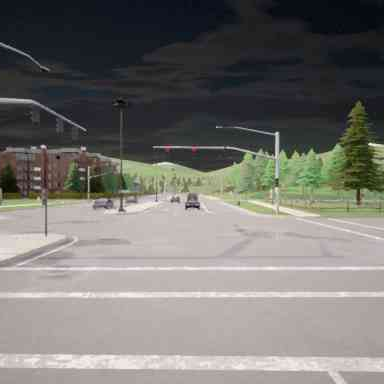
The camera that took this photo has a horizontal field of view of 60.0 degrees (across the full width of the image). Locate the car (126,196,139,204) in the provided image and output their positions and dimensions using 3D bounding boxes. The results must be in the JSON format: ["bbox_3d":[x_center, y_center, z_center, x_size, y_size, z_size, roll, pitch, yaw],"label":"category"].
[{"bbox_3d":[-11.423,1.528,63.389,1.812,1.442,4.674,0,0,0],"label":"car"}]

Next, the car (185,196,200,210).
[{"bbox_3d":[0.055,1.601,43.513,1.895,1.301,4.718,0,0,0],"label":"car"}]

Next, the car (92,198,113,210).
[{"bbox_3d":[-11.525,1.525,43.272,1.812,1.442,4.674,0,0,0],"label":"car"}]

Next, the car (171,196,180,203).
[{"bbox_3d":[-3.412,1.491,68.922,2.128,1.511,4.902,0,0,0],"label":"car"}]

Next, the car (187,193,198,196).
[{"bbox_3d":[0.088,1.221,68.949,2.150,2.045,5.566,0,0,0],"label":"car"}]
